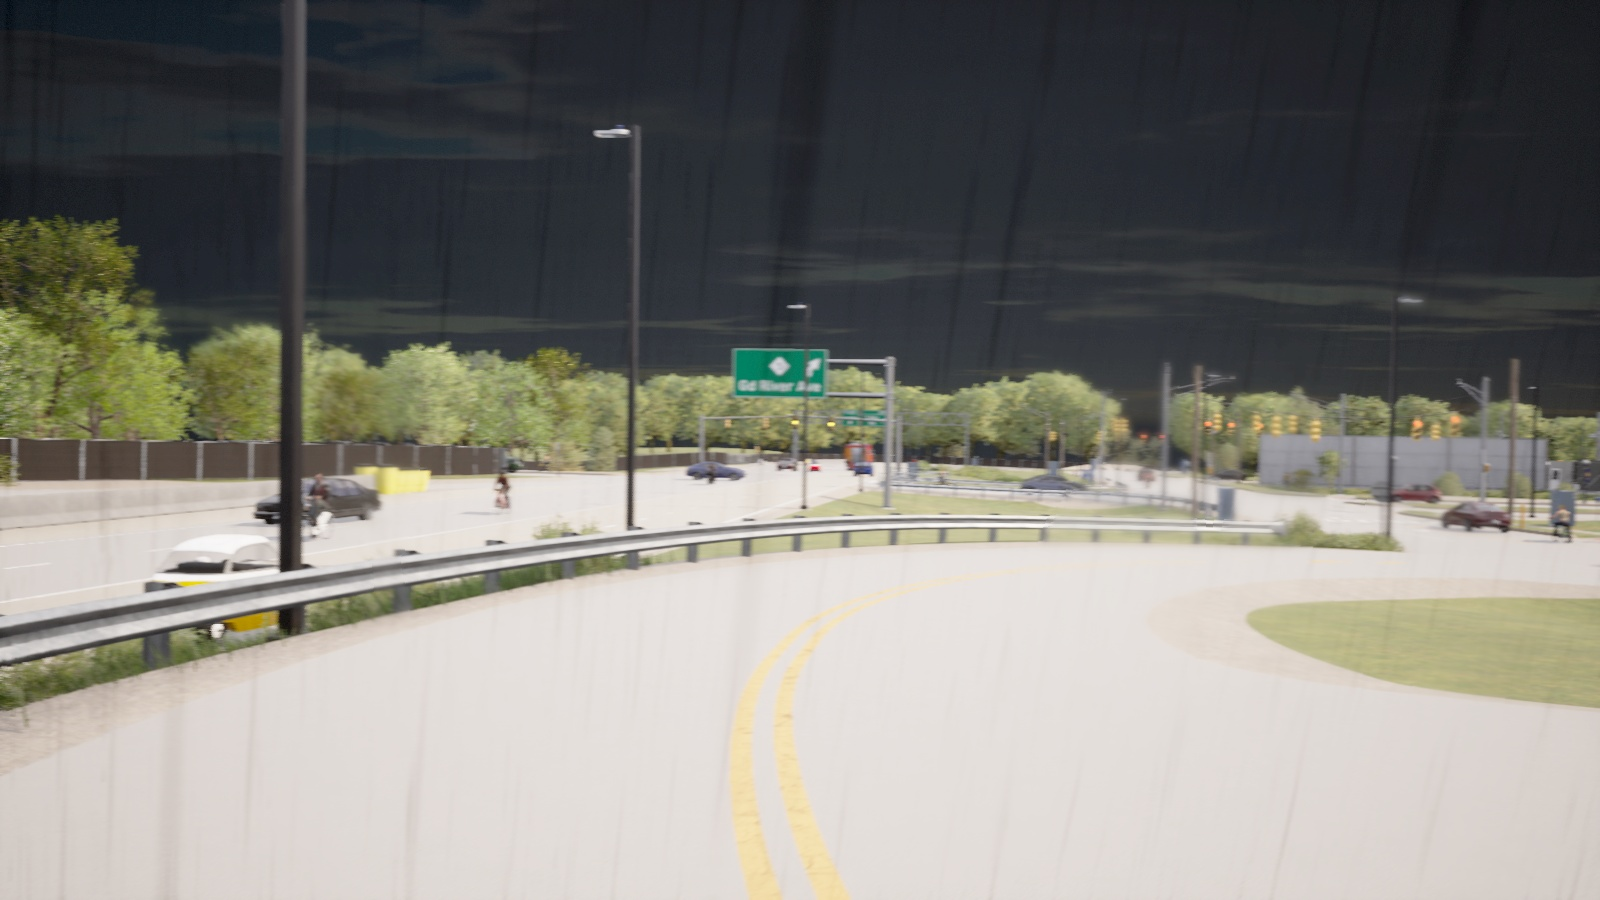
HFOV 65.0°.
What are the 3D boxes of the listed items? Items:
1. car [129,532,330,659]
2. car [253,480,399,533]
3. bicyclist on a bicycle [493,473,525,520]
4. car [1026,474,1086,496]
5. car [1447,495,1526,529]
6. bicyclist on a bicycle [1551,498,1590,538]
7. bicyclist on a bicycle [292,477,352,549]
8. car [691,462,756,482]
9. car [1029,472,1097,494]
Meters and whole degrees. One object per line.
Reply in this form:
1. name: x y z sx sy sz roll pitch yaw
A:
1. car: -7.494 1.874 16.679 1.481 1.376 2.207 1 0 8
2. car: -14.971 1.744 40.062 2.033 1.411 5.357 1 0 8
3. bicyclist on a bicycle: -10.644 1.685 46.038 0.582 1.620 1.656 1 0 8
4. car: 18.872 2.590 92.681 4.181 1.385 1.994 2 0 9
5. car: 33.648 3.013 61.673 1.812 1.442 4.674 1 0 7
6. bicyclist on a bicycle: 32.540 2.867 53.042 0.866 1.612 1.509 1 0 9
7. bicyclist on a bicycle: -12.422 1.612 32.684 0.659 1.776 1.843 1 0 8
8. car: -5.845 1.693 95.958 4.674 1.442 1.812 1 0 8
9. car: 20.087 2.514 96.146 4.892 1.490 1.837 1 0 6
